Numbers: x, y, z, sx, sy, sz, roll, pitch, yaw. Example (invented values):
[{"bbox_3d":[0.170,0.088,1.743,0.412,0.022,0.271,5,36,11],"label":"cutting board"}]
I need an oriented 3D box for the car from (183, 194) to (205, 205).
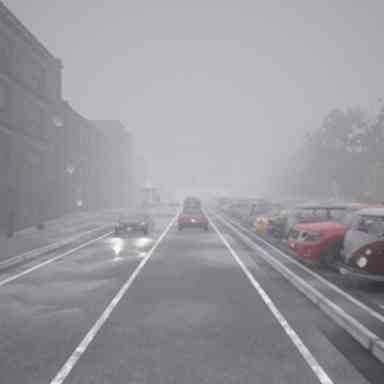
[{"bbox_3d":[0.059,1.621,40.400,2.150,2.045,5.566,0,0,0],"label":"car"}]

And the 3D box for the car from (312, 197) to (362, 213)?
[{"bbox_3d":[19.239,1.696,44.373,5.566,2.045,2.435,0,0,0],"label":"car"}]

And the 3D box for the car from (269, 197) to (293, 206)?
[{"bbox_3d":[19.371,2.030,72.345,4.553,1.767,2.185,0,0,0],"label":"car"}]

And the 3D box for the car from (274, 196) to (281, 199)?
[{"bbox_3d":[19.290,1.846,63.868,5.566,2.045,2.435,0,0,0],"label":"car"}]

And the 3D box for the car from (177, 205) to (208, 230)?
[{"bbox_3d":[0.080,1.803,22.975,1.994,1.385,4.181,0,-1,0],"label":"car"}]

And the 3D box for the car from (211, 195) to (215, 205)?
[{"bbox_3d":[6.192,1.933,58.422,4.553,1.767,2.185,0,0,0],"label":"car"}]

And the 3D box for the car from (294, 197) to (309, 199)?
[{"bbox_3d":[19.294,2.013,52.727,5.008,1.535,2.097,0,0,0],"label":"car"}]

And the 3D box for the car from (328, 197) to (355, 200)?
[{"bbox_3d":[19.228,1.798,41.588,4.553,1.767,2.185,0,0,0],"label":"car"}]

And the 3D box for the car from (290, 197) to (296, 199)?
[{"bbox_3d":[19.299,2.075,55.512,4.674,1.452,2.002,0,0,0],"label":"car"}]

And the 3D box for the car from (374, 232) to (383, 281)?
[{"bbox_3d":[6.078,1.588,5.414,4.892,1.521,2.231,0,-1,0],"label":"car"}]

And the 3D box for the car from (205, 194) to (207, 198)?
[{"bbox_3d":[6.320,2.015,83.366,4.553,1.767,2.185,0,0,0],"label":"car"}]

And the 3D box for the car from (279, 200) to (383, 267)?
[{"bbox_3d":[6.071,1.391,10.983,5.566,2.045,2.435,0,-1,0],"label":"car"}]

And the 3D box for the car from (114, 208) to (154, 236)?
[{"bbox_3d":[-3.379,1.738,20.174,1.812,1.442,4.674,0,-1,0],"label":"car"}]

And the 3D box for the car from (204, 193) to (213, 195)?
[{"bbox_3d":[6.287,1.863,94.507,4.553,1.767,2.185,0,1,0],"label":"car"}]

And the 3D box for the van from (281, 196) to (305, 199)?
[{"bbox_3d":[19.194,1.850,61.083,4.442,1.987,1.878,0,0,0],"label":"van"}]

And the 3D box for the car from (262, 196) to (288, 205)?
[{"bbox_3d":[19.383,1.911,77.926,5.566,2.045,2.435,0,0,0],"label":"car"}]

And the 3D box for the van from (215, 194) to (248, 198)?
[{"bbox_3d":[6.326,1.789,52.731,4.442,1.987,1.878,0,0,0],"label":"van"}]

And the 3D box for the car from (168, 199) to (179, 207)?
[{"bbox_3d":[-3.387,2.042,62.096,1.882,1.535,5.008,0,0,0],"label":"car"}]

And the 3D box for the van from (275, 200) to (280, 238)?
[{"bbox_3d":[5.990,1.444,13.766,4.442,1.987,1.878,0,-1,0],"label":"van"}]

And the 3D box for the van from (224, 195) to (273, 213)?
[{"bbox_3d":[6.048,1.653,36.095,4.442,1.987,1.878,0,0,0],"label":"van"}]

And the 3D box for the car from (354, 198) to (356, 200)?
[{"bbox_3d":[19.206,1.726,33.235,4.553,1.767,2.185,0,-1,0],"label":"car"}]

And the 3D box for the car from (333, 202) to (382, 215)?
[{"bbox_3d":[19.255,1.940,38.802,4.674,1.452,2.002,0,0,0],"label":"car"}]

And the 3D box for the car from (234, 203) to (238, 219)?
[{"bbox_3d":[6.146,1.843,27.679,4.674,1.452,2.002,0,-1,0],"label":"car"}]

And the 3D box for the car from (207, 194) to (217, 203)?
[{"bbox_3d":[6.274,1.868,66.647,5.566,2.045,2.435,0,0,0],"label":"car"}]

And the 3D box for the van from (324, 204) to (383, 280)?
[{"bbox_3d":[5.976,1.390,8.324,4.442,1.987,1.878,0,-1,0],"label":"van"}]

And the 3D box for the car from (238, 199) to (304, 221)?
[{"bbox_3d":[6.105,1.652,24.898,4.553,1.767,2.185,0,-1,0],"label":"car"}]

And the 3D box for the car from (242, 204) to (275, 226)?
[{"bbox_3d":[6.135,1.752,22.113,4.892,1.521,2.231,0,-1,0],"label":"car"}]

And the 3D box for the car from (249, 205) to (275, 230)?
[{"bbox_3d":[6.307,1.721,19.329,5.366,1.575,1.946,0,-1,0],"label":"car"}]

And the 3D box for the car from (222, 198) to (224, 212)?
[{"bbox_3d":[6.141,1.776,38.814,4.553,1.767,2.185,0,0,0],"label":"car"}]

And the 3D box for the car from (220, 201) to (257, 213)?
[{"bbox_3d":[6.190,1.989,44.379,4.674,1.452,2.002,0,0,0],"label":"car"}]

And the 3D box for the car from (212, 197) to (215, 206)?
[{"bbox_3d":[6.222,2.038,55.513,4.892,1.521,2.231,0,0,0],"label":"car"}]

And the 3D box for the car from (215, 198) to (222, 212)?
[{"bbox_3d":[5.994,1.922,41.597,5.366,1.575,1.946,0,0,0],"label":"car"}]

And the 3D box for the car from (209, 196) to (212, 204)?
[{"bbox_3d":[6.233,2.099,63.862,5.008,1.535,2.097,0,0,0],"label":"car"}]

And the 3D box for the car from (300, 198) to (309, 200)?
[{"bbox_3d":[19.288,1.992,49.942,4.892,1.521,2.231,0,0,0],"label":"car"}]

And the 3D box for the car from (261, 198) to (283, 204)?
[{"bbox_3d":[19.368,2.154,80.716,5.008,1.535,2.097,0,0,0],"label":"car"}]

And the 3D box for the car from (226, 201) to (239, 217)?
[{"bbox_3d":[6.129,1.883,33.246,4.792,1.488,2.163,0,-1,0],"label":"car"}]

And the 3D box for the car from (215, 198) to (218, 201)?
[{"bbox_3d":[6.189,1.971,47.163,5.008,1.535,2.097,0,0,0],"label":"car"}]

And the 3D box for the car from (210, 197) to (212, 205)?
[{"bbox_3d":[6.416,2.075,61.079,5.366,1.575,1.946,0,0,0],"label":"car"}]

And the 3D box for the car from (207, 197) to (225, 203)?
[{"bbox_3d":[6.333,2.112,88.935,4.792,1.488,2.163,0,1,0],"label":"car"}]

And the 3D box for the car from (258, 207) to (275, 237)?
[{"bbox_3d":[6.108,1.698,16.547,4.892,1.521,2.231,0,-1,0],"label":"car"}]
